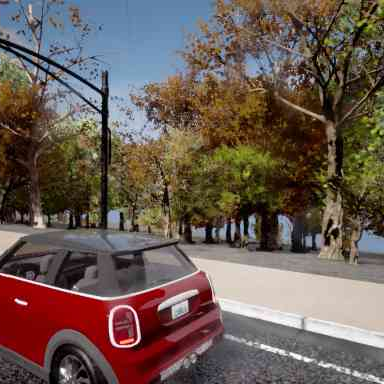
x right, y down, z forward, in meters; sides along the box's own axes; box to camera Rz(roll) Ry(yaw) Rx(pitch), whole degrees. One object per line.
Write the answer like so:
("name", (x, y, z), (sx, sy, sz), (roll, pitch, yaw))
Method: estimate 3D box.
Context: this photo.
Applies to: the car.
("car", (-1.861, 1.351, 5.012), (4.553, 1.767, 2.097), (0, 0, 36))
